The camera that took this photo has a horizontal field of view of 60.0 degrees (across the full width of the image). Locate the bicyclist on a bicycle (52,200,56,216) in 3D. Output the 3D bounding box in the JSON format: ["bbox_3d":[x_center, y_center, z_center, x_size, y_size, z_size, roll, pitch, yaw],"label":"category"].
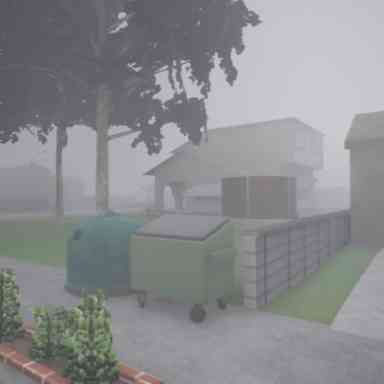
[{"bbox_3d":[-14.134,1.694,34.569,1.656,1.620,0.582,-1,-1,36],"label":"bicyclist on a bicycle"}]

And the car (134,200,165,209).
[{"bbox_3d":[-6.437,1.992,52.708,1.895,1.301,4.718,-1,0,36],"label":"car"}]

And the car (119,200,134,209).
[{"bbox_3d":[-9.794,2.036,54.892,1.895,1.301,4.718,-1,0,36],"label":"car"}]
